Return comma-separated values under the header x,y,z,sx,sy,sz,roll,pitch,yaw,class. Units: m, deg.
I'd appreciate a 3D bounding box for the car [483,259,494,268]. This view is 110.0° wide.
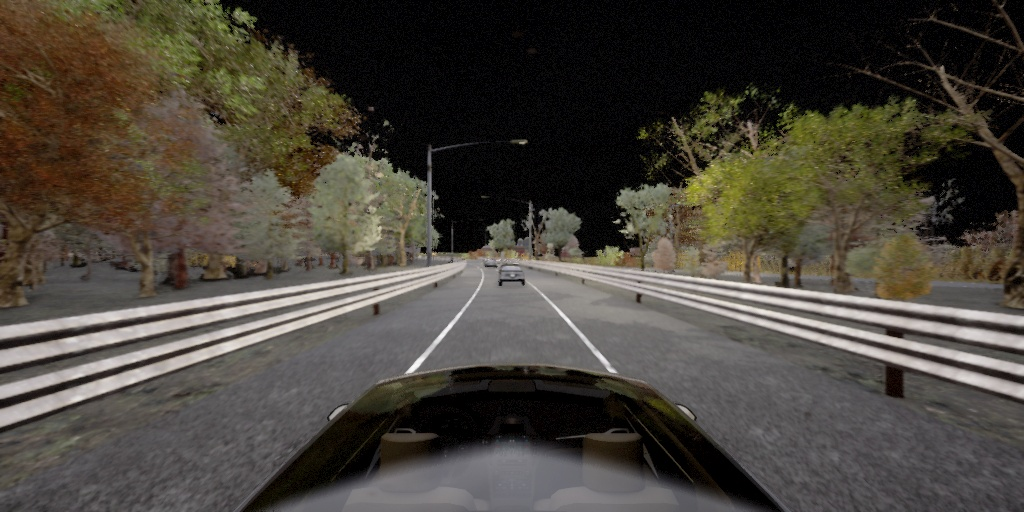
x,y,z,sx,sy,sz,roll,pitch,yaw,class
-3.729,1.265,60.231,1.994,1.385,4.181,0,0,-9,car

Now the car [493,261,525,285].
x,y,z,sx,sy,sz,roll,pitch,yaw,class
-0.141,1.297,25.877,2.033,1.411,5.357,0,0,-4,car
